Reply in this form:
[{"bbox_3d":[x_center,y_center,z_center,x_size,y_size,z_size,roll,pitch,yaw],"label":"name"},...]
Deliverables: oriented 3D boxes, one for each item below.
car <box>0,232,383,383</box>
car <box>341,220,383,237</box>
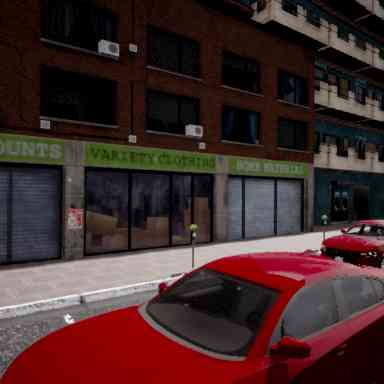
[{"bbox_3d":[0.748,1.478,3.605,5.008,1.535,1.882,0,0,-36],"label":"car"},{"bbox_3d":[5.763,1.548,10.206,4.507,1.381,1.887,0,1,-36],"label":"car"}]
